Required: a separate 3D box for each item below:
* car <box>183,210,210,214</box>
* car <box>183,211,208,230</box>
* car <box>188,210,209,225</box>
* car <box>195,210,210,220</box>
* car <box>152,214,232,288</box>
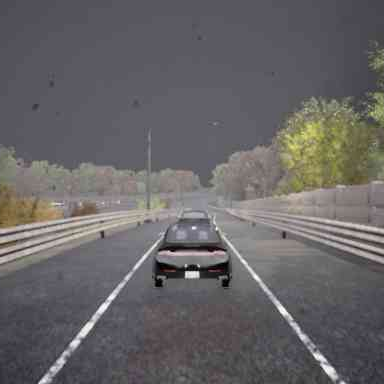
[{"bbox_3d":[0.159,1.867,20.289,1.882,1.535,5.008,0,-2,1],"label":"car"},{"bbox_3d":[0.357,2.283,27.235,1.895,1.301,4.718,0,-3,2],"label":"car"},{"bbox_3d":[0.742,2.529,33.959,2.033,1.411,5.357,0,-3,3],"label":"car"},{"bbox_3d":[1.448,3.101,45.580,1.895,1.301,4.718,0,-3,4],"label":"car"},{"bbox_3d":[0.015,1.579,9.457,2.128,1.511,4.902,0,-1,0],"label":"car"}]
